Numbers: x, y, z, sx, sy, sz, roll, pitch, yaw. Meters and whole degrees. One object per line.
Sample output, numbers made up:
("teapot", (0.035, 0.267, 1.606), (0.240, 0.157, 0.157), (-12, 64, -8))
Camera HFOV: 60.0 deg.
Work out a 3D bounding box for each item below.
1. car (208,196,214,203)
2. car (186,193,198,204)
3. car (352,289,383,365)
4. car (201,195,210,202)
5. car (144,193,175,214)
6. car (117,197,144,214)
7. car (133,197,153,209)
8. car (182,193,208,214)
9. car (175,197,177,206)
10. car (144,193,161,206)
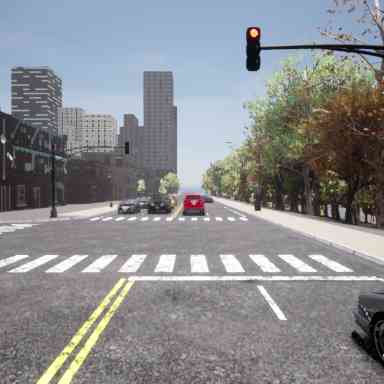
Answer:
("car", (3.223, 1.539, 65.880), (1.994, 1.385, 4.181), (0, 0, 0))
("car", (-0.027, 1.197, 65.397), (2.150, 2.045, 5.566), (0, 0, 0))
("car", (3.345, 1.547, 2.563), (2.033, 1.411, 5.357), (0, 0, 0))
("car", (3.103, 1.447, 75.908), (1.882, 1.535, 5.008), (0, 0, 0))
("car", (-3.421, 1.210, 35.900), (2.150, 2.045, 5.566), (0, 0, 1))
("car", (-6.661, 1.480, 35.573), (2.128, 1.511, 4.902), (0, 0, 0))
("car", (-6.675, 1.476, 45.974), (2.128, 1.511, 4.902), (0, 0, 0))
("car", (0.130, 1.212, 35.091), (2.150, 2.045, 5.566), (0, 0, -1))
("car", (-3.425, 1.462, 45.898), (1.882, 1.535, 5.008), (0, 0, 0))
("car", (-6.694, 1.201, 56.663), (2.150, 2.045, 5.566), (0, 0, 1))
